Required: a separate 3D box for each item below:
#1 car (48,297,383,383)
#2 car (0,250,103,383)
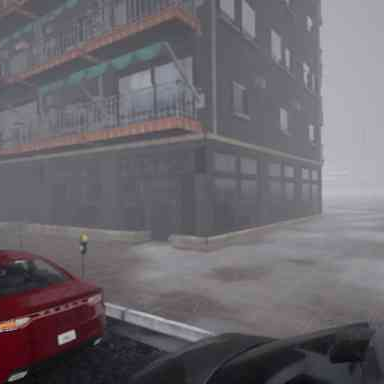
[{"bbox_3d":[1.292,1.565,1.956,4.313,1.339,1.947,-1,-1,36],"label":"car"},{"bbox_3d":[-3.295,1.603,5.232,4.507,1.381,1.887,-1,-1,36],"label":"car"}]
